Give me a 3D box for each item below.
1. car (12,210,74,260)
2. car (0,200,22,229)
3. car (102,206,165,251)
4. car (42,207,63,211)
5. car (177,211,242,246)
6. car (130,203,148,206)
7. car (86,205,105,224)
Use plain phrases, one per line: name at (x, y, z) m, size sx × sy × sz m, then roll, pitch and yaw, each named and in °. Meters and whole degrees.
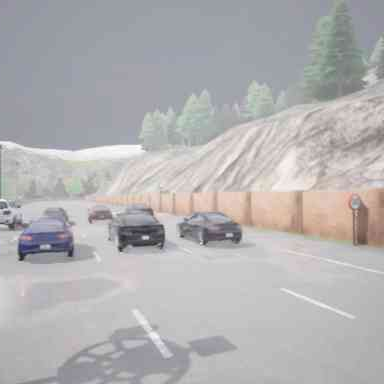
car at (-5.745, 1.693, 13.289) m, size 1.812 × 1.442 × 4.674 m, roll 0°, pitch 0°, yaw -21°
car at (-13.827, 1.566, 24.131) m, size 2.150 × 2.045 × 5.566 m, roll 0°, pitch 0°, yaw -21°
car at (-2.687, 1.626, 15.074) m, size 1.882 × 1.535 × 5.008 m, roll 0°, pitch 0°, yaw -21°
car at (-11.052, 1.897, 26.679) m, size 1.994 × 1.385 × 4.181 m, roll 0°, pitch 0°, yaw -21°
car at (0.718, 1.644, 15.978) m, size 1.812 × 1.442 × 4.674 m, roll 0°, pitch 0°, yaw -21°
car at (-4.882, 1.770, 30.130) m, size 1.882 × 1.535 × 5.008 m, roll 0°, pitch 0°, yaw -21°
car at (-7.957, 1.838, 28.378) m, size 1.812 × 1.442 × 4.674 m, roll 0°, pitch 0°, yaw -21°
